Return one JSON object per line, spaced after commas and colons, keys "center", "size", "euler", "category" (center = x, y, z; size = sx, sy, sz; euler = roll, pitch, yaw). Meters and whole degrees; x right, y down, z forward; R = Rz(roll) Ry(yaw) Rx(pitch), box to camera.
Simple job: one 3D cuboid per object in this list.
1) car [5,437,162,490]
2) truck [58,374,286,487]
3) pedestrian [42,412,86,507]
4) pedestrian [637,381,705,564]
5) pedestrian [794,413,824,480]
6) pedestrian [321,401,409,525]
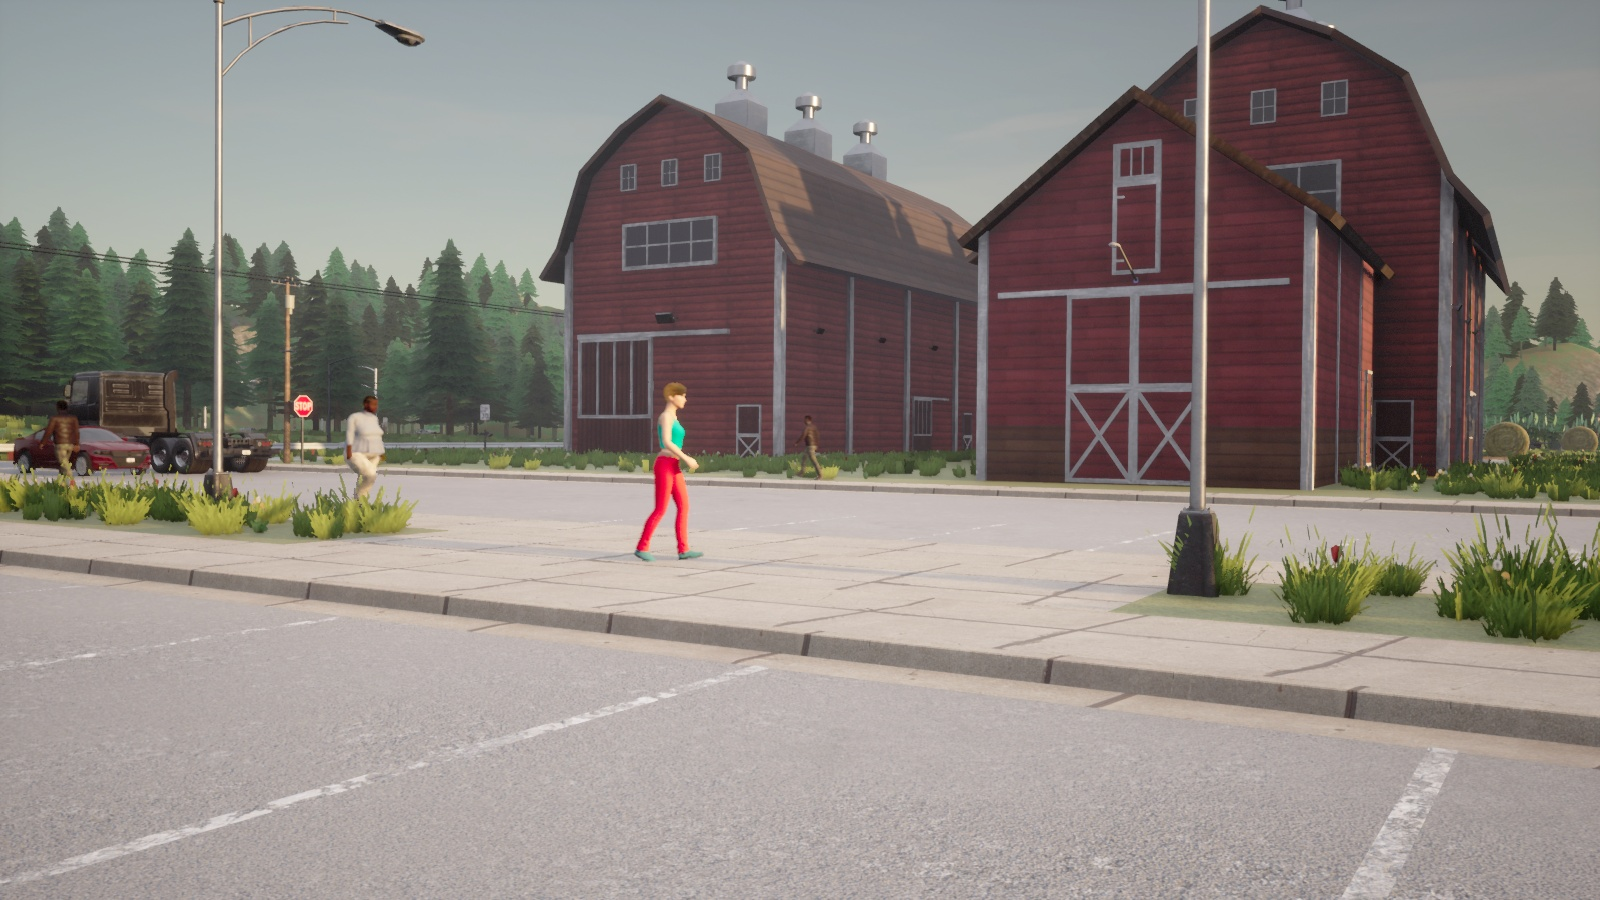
{"center": [-21.861, 0.384, 38.281], "size": [5.008, 1.535, 1.882], "euler": [0, 1, 30], "category": "car"}
{"center": [-20.993, -0.631, 41.844], "size": [7.936, 3.462, 2.891], "euler": [0, 1, 30], "category": "truck"}
{"center": [-14.435, 0.181, 24.628], "size": [0.703, 1.840, 0.431], "euler": [0, 1, 31], "category": "pedestrian"}
{"center": [-1.315, 0.228, 12.837], "size": [0.594, 1.836, 0.345], "euler": [0, 1, 11], "category": "pedestrian"}
{"center": [0.244, -0.094, 35.076], "size": [0.703, 1.840, 0.431], "euler": [0, 1, 28], "category": "pedestrian"}
{"center": [-6.698, 0.183, 19.352], "size": [0.900, 1.855, 0.874], "euler": [0, 1, 27], "category": "pedestrian"}
